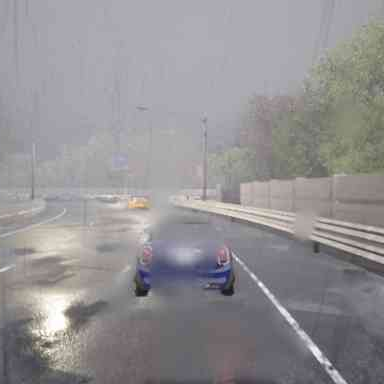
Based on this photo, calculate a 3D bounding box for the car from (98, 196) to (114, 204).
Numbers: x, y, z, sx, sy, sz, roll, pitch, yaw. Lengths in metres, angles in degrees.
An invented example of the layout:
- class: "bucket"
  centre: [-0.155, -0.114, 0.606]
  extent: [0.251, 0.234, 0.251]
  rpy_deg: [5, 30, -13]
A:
- class: "car"
  centre: [-16.012, 1.485, 61.735]
  extent: [2.128, 1.511, 4.902]
  rpy_deg: [1, 0, -31]

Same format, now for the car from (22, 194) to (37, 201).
- class: "car"
  centre: [-37.987, 1.383, 78.940]
  extent: [4.892, 1.490, 1.837]
  rpy_deg: [0, 0, 45]

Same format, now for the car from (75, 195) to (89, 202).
- class: "car"
  centre: [-24.762, 1.483, 74.588]
  extent: [2.128, 1.511, 4.902]
  rpy_deg: [0, 0, -41]

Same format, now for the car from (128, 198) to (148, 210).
- class: "car"
  centre: [-6.962, 1.501, 42.636]
  extent: [1.882, 1.535, 5.008]
  rpy_deg: [1, 0, -20]

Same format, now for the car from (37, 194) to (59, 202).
- class: "car"
  centre: [-30.796, 1.271, 70.916]
  extent: [2.097, 1.767, 4.553]
  rpy_deg: [0, 0, -41]

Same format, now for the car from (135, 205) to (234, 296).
- class: "car"
  centre: [-0.220, 1.364, 8.858]
  extent: [2.097, 1.767, 4.553]
  rpy_deg: [0, 0, -2]

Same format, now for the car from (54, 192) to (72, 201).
- class: "car"
  centre: [-32.193, 1.149, 83.006]
  extent: [5.566, 2.045, 2.150]
  rpy_deg: [0, 0, 45]

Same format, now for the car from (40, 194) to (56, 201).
- class: "car"
  centre: [-35.044, 1.381, 80.922]
  extent: [5.008, 1.535, 1.882]
  rpy_deg: [0, 0, 45]

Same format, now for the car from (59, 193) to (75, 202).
- class: "car"
  centre: [-28.001, 1.488, 73.020]
  extent: [1.994, 1.385, 4.181]
  rpy_deg: [0, 0, -41]
